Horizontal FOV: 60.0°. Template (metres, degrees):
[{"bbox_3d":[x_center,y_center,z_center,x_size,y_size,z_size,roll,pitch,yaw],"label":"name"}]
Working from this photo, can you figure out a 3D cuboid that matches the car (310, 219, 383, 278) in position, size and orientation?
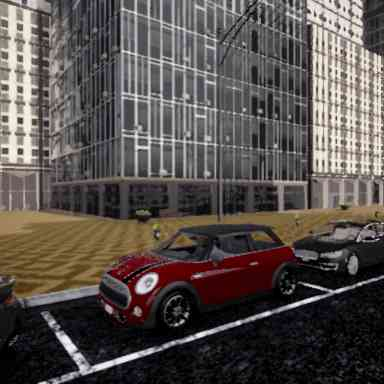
[{"bbox_3d":[4.740,1.507,9.941,4.403,1.369,2.008,0,0,-36],"label":"car"}]

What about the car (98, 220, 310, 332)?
[{"bbox_3d":[0.237,1.422,6.728,4.097,1.590,1.967,0,0,-36],"label":"car"}]

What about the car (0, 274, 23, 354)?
[{"bbox_3d":[-4.267,1.558,3.515,4.403,1.369,2.008,0,0,-36],"label":"car"}]
